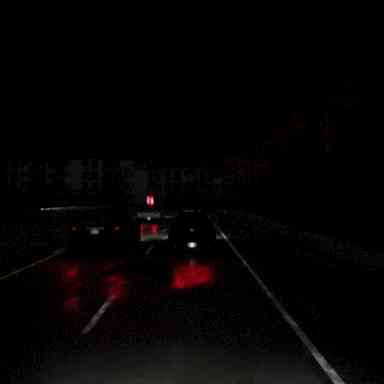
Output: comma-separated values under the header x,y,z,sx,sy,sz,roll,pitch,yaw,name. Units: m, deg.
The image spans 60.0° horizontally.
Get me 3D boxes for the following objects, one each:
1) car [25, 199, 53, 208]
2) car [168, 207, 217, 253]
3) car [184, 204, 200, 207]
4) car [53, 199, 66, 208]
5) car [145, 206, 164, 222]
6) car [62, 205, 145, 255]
x,y,z,sx,sy,sz,roll,pitch,yaw,name
-26.714,2.101,57.311,4.181,1.385,1.994,0,-1,26,car
0.008,1.642,14.307,1.837,1.490,4.892,0,0,0,car
0.011,1.767,29.282,2.128,1.511,4.902,0,0,0,car
-25.138,2.044,60.438,5.008,1.535,1.882,-1,-1,26,car
-3.490,1.873,29.102,1.895,1.301,4.718,0,0,0,car
-3.493,1.483,14.081,2.097,1.767,4.553,0,-1,0,car
